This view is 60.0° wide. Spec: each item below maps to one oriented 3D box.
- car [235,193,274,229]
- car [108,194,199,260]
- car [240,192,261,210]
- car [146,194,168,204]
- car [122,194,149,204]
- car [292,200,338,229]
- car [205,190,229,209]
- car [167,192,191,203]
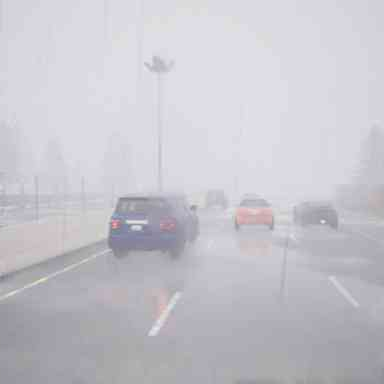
[{"bbox_3d":[3.610,1.099,19.564,2.097,1.767,4.553,0,1,9],"label":"car"},{"bbox_3d":[-1.142,1.072,12.115,2.150,2.045,5.566,0,1,9],"label":"car"},{"bbox_3d":[6.311,0.889,35.977,2.097,1.767,4.553,0,1,10],"label":"car"},{"bbox_3d":[-5.163,0.993,49.746,1.994,1.385,4.181,0,1,15],"label":"car"},{"bbox_3d":[-8.538,1.001,50.673,2.033,1.411,5.357,0,1,15],"label":"car"},{"bbox_3d":[7.157,1.243,19.571,1.837,1.490,4.892,0,1,9],"label":"car"},{"bbox_3d":[2.764,0.764,36.055,2.150,2.045,5.566,0,1,10],"label":"car"},{"bbox_3d":[-1.789,0.741,48.816,2.033,1.411,5.357,0,1,15],"label":"car"}]
